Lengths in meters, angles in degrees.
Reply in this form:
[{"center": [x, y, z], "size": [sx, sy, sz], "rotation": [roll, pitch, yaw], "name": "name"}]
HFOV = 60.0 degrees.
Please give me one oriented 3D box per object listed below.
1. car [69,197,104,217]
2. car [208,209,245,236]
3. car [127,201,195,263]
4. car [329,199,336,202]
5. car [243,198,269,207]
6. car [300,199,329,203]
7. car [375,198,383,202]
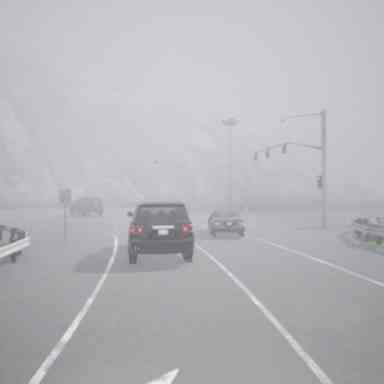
[{"center": [-11.745, 1.586, 36.827], "size": [2.150, 2.045, 5.566], "rotation": [1, -1, -39], "name": "car"}, {"center": [1.976, 1.722, 19.662], "size": [2.033, 1.411, 5.357], "rotation": [0, -1, 1], "name": "car"}, {"center": [-1.286, 1.339, 12.750], "size": [2.150, 2.045, 5.566], "rotation": [0, -1, -9], "name": "car"}, {"center": [25.282, 2.022, 64.082], "size": [4.902, 1.511, 2.128], "rotation": [0, 0, -14], "name": "car"}, {"center": [11.673, 1.861, 60.782], "size": [4.553, 1.767, 2.097], "rotation": [0, -1, -13], "name": "car"}, {"center": [18.067, 1.914, 51.568], "size": [4.892, 1.490, 1.837], "rotation": [0, -1, -14], "name": "car"}, {"center": [39.896, 2.025, 68.615], "size": [4.674, 1.442, 1.812], "rotation": [0, -1, -20], "name": "car"}]
